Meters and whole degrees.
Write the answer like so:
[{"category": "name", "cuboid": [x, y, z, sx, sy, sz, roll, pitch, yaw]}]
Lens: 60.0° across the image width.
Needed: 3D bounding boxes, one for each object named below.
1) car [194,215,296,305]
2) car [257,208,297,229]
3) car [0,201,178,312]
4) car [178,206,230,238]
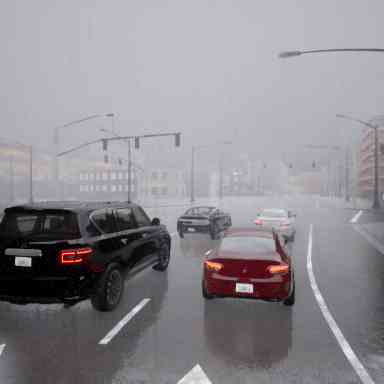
[{"category": "car", "cuboid": [1.445, 1.526, 8.099, 1.812, 1.442, 4.674, 0, 0, 13]}, {"category": "car", "cuboid": [4.178, 1.526, 16.534, 1.812, 1.442, 4.674, 0, 0, 20]}, {"category": "car", "cuboid": [-2.167, 1.221, 8.012, 2.150, 2.045, 5.566, 0, 0, 12]}, {"category": "car", "cuboid": [0.771, 1.491, 17.263, 2.128, 1.511, 4.902, 0, 0, 19]}]
